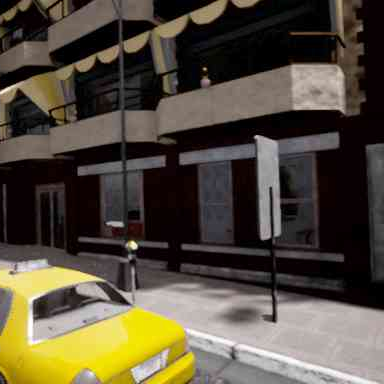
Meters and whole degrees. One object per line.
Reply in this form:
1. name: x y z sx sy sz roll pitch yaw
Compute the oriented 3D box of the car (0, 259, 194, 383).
1. car: -2.255 1.567 4.357 4.829 1.417 1.752 -1 -2 36
